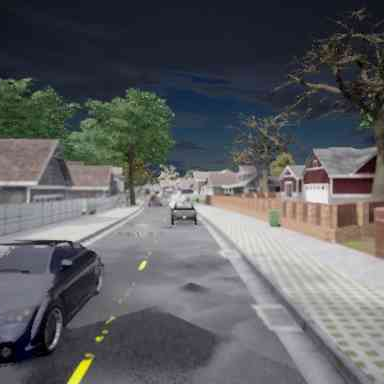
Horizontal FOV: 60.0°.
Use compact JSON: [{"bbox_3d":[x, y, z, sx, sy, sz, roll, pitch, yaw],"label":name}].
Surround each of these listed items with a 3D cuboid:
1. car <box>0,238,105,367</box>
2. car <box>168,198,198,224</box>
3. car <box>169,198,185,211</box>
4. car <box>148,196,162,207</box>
[{"bbox_3d":[-2.933,1.562,5.873,1.994,1.385,4.181,0,0,-1],"label":"car"},{"bbox_3d":[-0.630,1.486,24.656,2.128,1.511,4.902,0,0,-3],"label":"car"},{"bbox_3d":[-1.936,1.528,42.464,1.812,1.442,4.674,0,0,-5],"label":"car"},{"bbox_3d":[-5.669,1.369,51.343,2.097,1.767,4.553,0,0,-6],"label":"car"}]
